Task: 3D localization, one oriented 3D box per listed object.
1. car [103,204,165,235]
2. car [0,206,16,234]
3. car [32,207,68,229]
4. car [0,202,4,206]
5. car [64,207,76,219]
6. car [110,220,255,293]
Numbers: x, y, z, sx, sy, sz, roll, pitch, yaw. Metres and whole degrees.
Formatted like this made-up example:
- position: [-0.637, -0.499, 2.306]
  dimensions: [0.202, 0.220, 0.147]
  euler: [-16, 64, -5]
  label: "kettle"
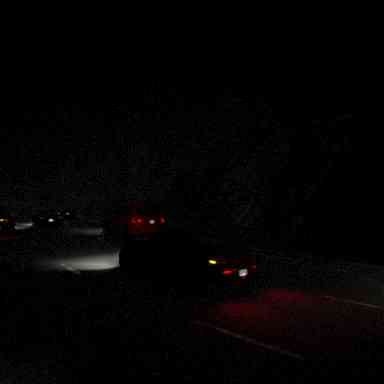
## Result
- position: [-3.583, 1.730, 20.113]
  dimensions: [2.150, 2.045, 5.566]
  euler: [2, -2, -32]
  label: "car"
- position: [-12.773, 1.909, 21.853]
  dimensions: [1.837, 1.490, 4.892]
  euler: [2, -2, -31]
  label: "car"
- position: [-11.613, 2.122, 26.699]
  dimensions: [1.994, 1.385, 4.181]
  euler: [2, -2, -31]
  label: "car"
- position: [-22.024, 2.174, 37.328]
  dimensions: [2.128, 1.511, 4.902]
  euler: [2, -2, -31]
  label: "car"
- position: [-15.074, 2.415, 39.325]
  dimensions: [1.994, 1.385, 4.181]
  euler: [2, -2, -31]
  label: "car"
- position: [-0.326, 1.801, 9.747]
  dimensions: [1.812, 1.442, 4.674]
  euler: [2, -2, -43]
  label: "car"
